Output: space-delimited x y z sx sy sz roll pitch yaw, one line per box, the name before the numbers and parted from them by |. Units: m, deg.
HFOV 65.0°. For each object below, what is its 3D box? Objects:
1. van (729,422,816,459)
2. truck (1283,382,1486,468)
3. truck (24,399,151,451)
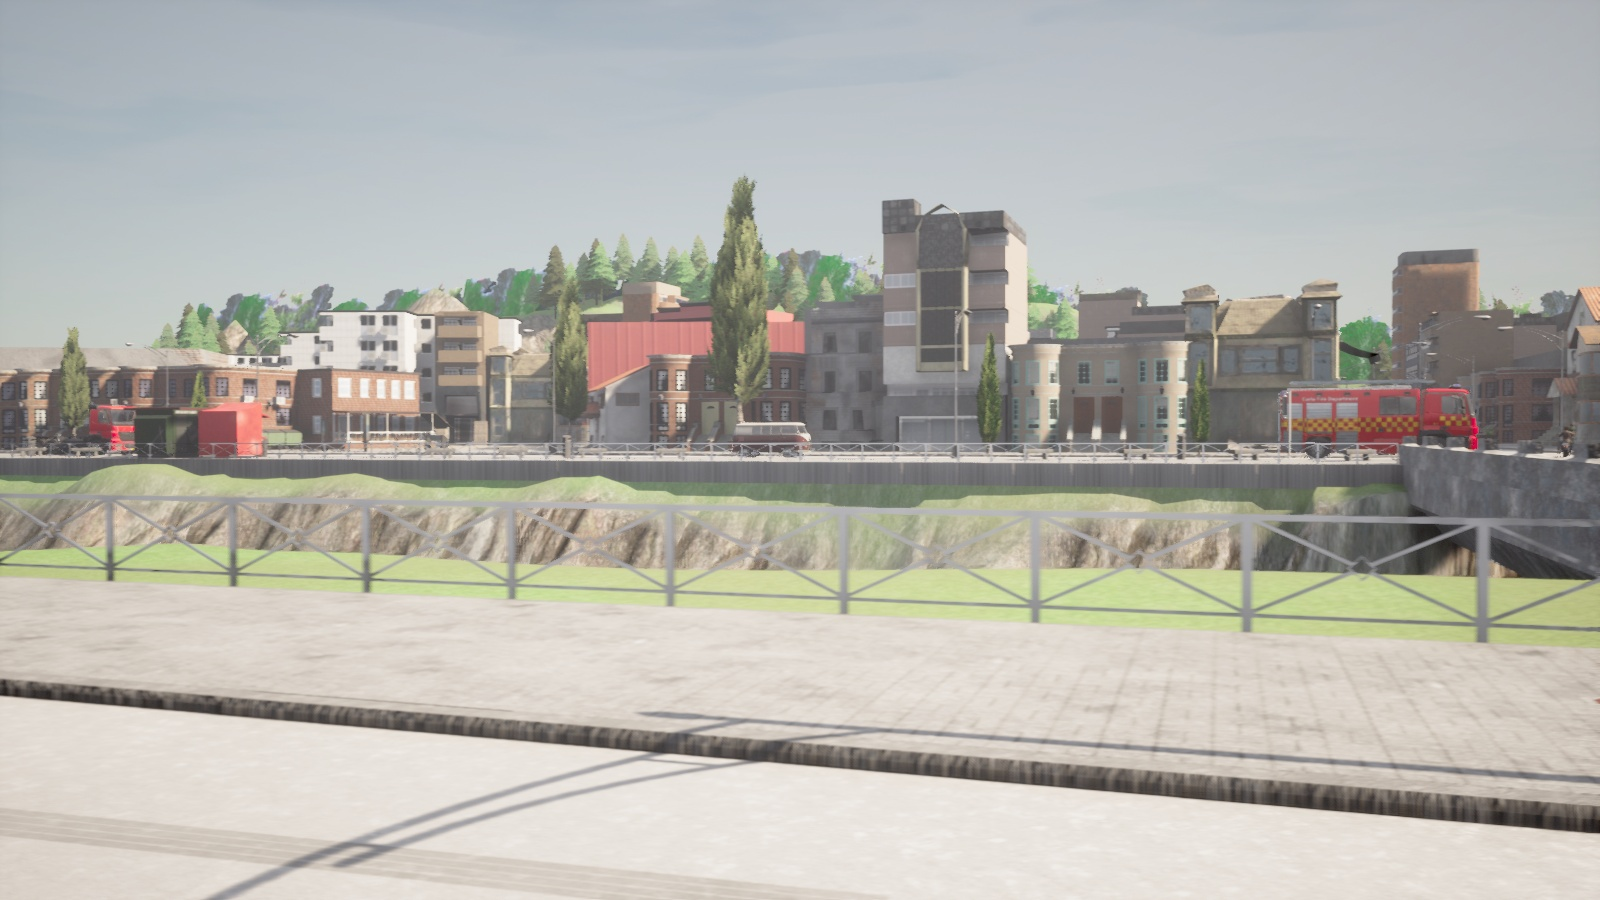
van | -1.520 -0.537 69.340 4.442 1.987 1.775 1 1 19
truck | 27.412 -1.186 59.359 8.468 3.827 2.891 1 1 22
truck | -48.266 -1.699 85.040 7.936 3.462 2.891 1 1 19
